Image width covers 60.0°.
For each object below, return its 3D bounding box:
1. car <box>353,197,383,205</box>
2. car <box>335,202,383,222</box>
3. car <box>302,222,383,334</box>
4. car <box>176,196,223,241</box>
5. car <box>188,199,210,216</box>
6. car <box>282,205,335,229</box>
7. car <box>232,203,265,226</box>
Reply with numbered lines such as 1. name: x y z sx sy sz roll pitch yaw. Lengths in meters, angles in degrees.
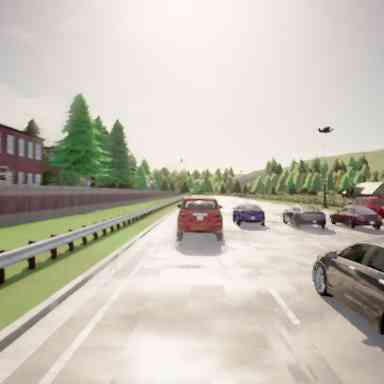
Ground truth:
1. car: 14.610 1.431 27.680 2.150 2.045 5.566 1 0 1
2. car: 10.992 1.685 22.518 1.812 1.442 4.674 1 0 1
3. car: 3.680 1.557 5.805 1.837 1.490 4.892 1 0 1
4. car: 0.400 1.241 17.148 2.150 2.045 5.566 1 0 1
5. car: 0.724 1.532 34.007 2.128 1.511 4.902 1 0 1
6. car: 7.508 1.607 22.655 2.128 1.511 4.902 1 0 1
7. car: 4.038 1.551 24.247 1.882 1.535 5.008 1 0 1
